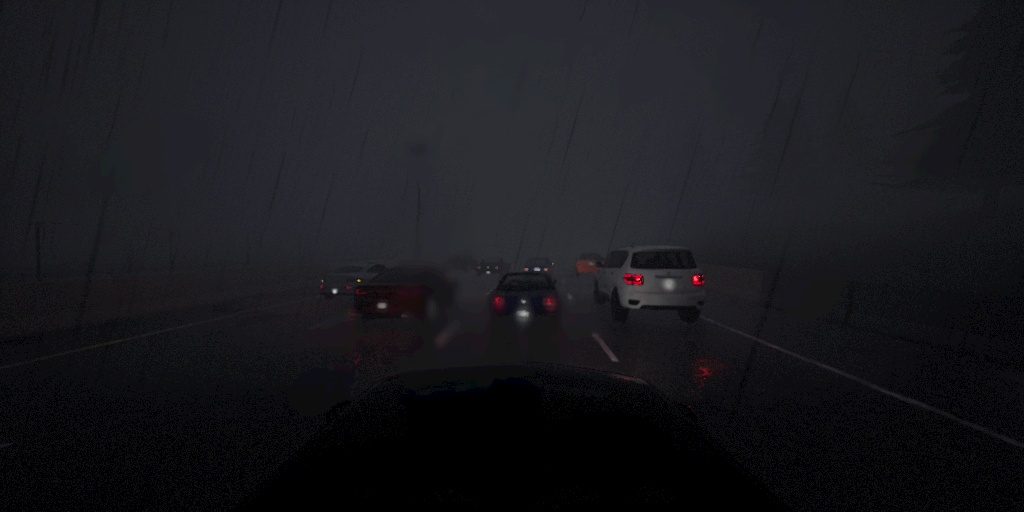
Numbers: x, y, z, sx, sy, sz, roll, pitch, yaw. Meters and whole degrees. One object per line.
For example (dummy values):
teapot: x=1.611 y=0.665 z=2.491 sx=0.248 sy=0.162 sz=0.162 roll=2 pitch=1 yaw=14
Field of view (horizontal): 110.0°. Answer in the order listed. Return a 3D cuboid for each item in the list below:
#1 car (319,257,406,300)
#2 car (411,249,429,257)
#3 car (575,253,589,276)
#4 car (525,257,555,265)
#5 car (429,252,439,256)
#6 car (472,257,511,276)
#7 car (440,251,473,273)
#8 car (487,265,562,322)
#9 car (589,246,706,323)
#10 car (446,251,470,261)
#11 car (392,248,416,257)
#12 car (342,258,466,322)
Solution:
car: x=-6.179 y=0.969 z=15.217 sx=1.812 sy=1.442 sz=4.674 roll=0 pitch=1 yaw=5
car: x=-14.878 y=-0.037 z=61.491 sx=1.994 sy=1.385 sz=4.181 roll=0 pitch=1 yaw=18
car: x=5.875 y=0.528 z=27.215 sx=2.097 sy=1.767 sz=4.553 roll=0 pitch=1 yaw=9
car: x=1.835 y=0.791 z=24.236 sx=2.033 sy=1.411 sz=5.357 roll=0 pitch=1 yaw=9
car: x=-11.561 y=-0.049 z=60.358 sx=1.812 sy=1.442 sz=4.674 roll=0 pitch=1 yaw=18
car: x=-1.281 y=0.783 z=26.887 sx=1.895 sy=1.301 sz=4.718 roll=0 pitch=1 yaw=9
car: x=-4.183 y=0.573 z=30.700 sx=1.882 sy=1.535 sz=5.008 roll=0 pitch=2 yaw=10
car: x=0.494 y=1.136 z=11.251 sx=1.895 sy=1.301 sz=4.718 roll=0 pitch=1 yaw=5
car: x=4.013 y=0.746 z=11.379 sx=2.150 sy=2.045 sz=5.566 roll=0 pitch=0 yaw=4
car: x=-8.626 y=-0.043 z=58.020 sx=1.882 sy=1.535 sz=5.008 roll=0 pitch=1 yaw=17
car: x=-18.412 y=-0.392 z=61.949 sx=2.150 sy=2.045 sz=5.566 roll=0 pitch=1 yaw=17
car: x=-3.011 y=1.011 z=11.292 sx=1.882 sy=1.535 sz=5.008 roll=0 pitch=1 yaw=5
